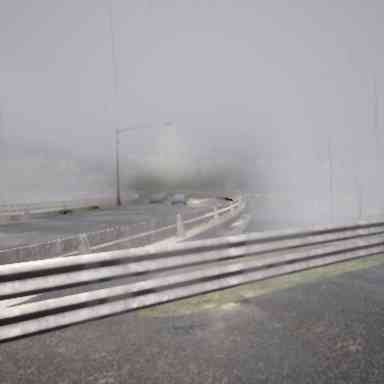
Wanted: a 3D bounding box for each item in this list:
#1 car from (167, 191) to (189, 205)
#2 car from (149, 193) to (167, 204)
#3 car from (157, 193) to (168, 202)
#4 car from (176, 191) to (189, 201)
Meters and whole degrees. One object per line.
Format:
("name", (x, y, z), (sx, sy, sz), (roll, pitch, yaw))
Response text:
("car", (-1.659, 1.029, 44.968), (2.033, 1.411, 5.357), (-1, 1, 3))
("car", (-5.078, 0.988, 48.515), (2.128, 1.511, 4.902), (-1, 1, 2))
("car", (-5.258, 0.888, 59.802), (1.812, 1.442, 4.674), (-1, 1, -5))
("car", (-1.746, 0.662, 59.218), (2.097, 1.767, 4.553), (-1, 1, -3))
